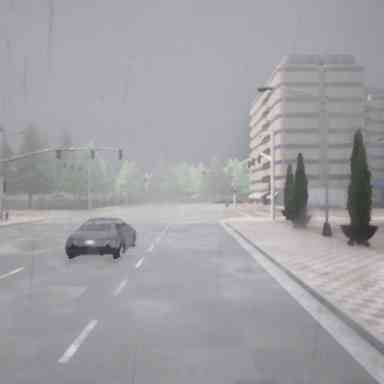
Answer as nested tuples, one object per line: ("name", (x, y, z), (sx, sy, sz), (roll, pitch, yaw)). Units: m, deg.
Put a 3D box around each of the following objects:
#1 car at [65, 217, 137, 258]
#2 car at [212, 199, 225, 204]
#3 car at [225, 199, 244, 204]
("car", (-3.485, 1.714, 13.428), (1.994, 1.385, 4.181), (0, -1, 0))
("car", (7.763, 2.523, 89.193), (5.357, 1.411, 2.033), (1, -1, -45))
("car", (11.629, 2.494, 87.972), (4.674, 1.442, 1.812), (1, -1, -41))
